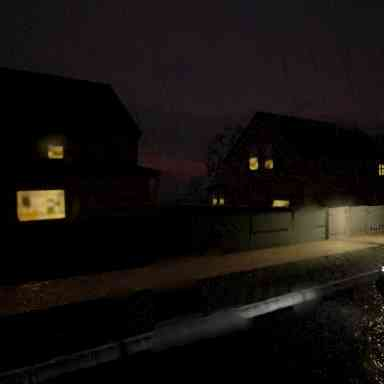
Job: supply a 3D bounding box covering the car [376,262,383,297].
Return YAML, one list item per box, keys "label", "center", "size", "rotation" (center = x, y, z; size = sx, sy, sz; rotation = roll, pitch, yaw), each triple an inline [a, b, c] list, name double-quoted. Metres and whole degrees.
- label: "car"
  center: [5.921, 1.531, 7.290]
  size: [4.674, 1.442, 1.812]
  rotation: [0, 0, -35]
